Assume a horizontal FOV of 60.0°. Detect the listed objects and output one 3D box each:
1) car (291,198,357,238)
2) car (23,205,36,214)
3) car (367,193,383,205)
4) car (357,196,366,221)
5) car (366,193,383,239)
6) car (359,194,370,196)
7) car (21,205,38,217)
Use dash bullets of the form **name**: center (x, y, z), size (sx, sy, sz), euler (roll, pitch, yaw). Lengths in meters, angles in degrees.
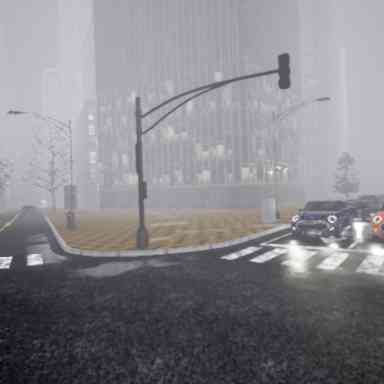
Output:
- **car**: center (6.430, 1.149, 16.289), size (2.097, 1.767, 4.553), euler (-2, 0, 34)
- **car**: center (-27.400, 2.915, 56.144), size (1.812, 1.442, 4.674), euler (-2, -1, -25)
- **car**: center (23.407, 0.845, 41.805), size (1.994, 1.385, 4.181), euler (-2, 0, 33)
- **car**: center (11.280, 1.212, 23.430), size (1.994, 1.385, 4.181), euler (-2, 0, 34)
- **car**: center (9.253, 1.058, 14.665), size (2.097, 1.767, 4.553), euler (-2, 0, 34)
- **car**: center (16.263, 0.973, 30.912), size (1.882, 1.535, 5.008), euler (-2, 0, 33)
- **car**: center (-22.622, 2.646, 46.233), size (1.837, 1.490, 4.892), euler (-2, 0, -25)
